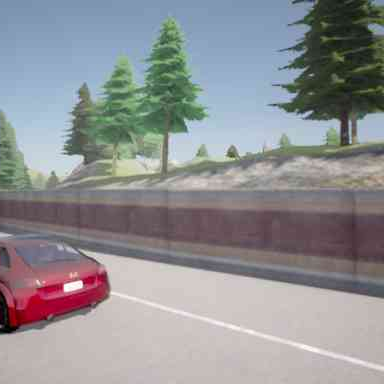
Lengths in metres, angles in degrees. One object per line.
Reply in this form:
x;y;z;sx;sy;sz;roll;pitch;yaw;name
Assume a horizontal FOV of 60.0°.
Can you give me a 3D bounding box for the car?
-3.592;1.577;6.918;4.181;1.385;1.994;0;0;39;car
